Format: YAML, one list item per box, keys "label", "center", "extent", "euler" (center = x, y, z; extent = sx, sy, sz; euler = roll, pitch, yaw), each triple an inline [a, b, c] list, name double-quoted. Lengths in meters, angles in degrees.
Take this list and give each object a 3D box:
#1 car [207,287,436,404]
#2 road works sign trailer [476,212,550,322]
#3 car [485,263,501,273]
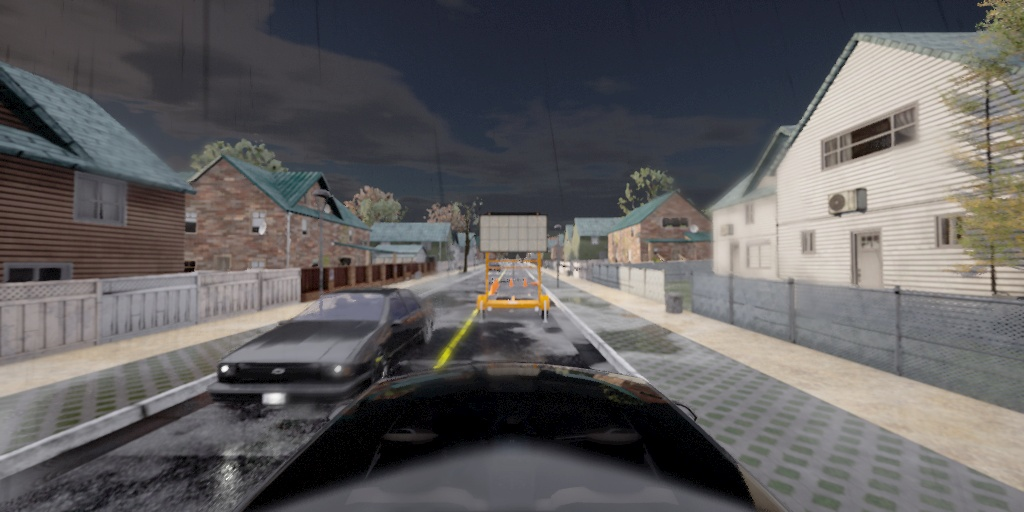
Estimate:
- label: "car"
  center: [-2.828, 1.332, 6.945]
  extent: [2.033, 1.411, 5.357]
  euler: [0, 0, 0]
- label: "road works sign trailer"
  center: [0.049, 0.286, 12.544]
  extent: [2.380, 3.560, 2.880]
  euler: [0, 0, 0]
- label: "car"
  center: [-2.613, 1.625, 50.538]
  extent: [1.994, 1.385, 4.181]
  euler: [0, 0, 0]
